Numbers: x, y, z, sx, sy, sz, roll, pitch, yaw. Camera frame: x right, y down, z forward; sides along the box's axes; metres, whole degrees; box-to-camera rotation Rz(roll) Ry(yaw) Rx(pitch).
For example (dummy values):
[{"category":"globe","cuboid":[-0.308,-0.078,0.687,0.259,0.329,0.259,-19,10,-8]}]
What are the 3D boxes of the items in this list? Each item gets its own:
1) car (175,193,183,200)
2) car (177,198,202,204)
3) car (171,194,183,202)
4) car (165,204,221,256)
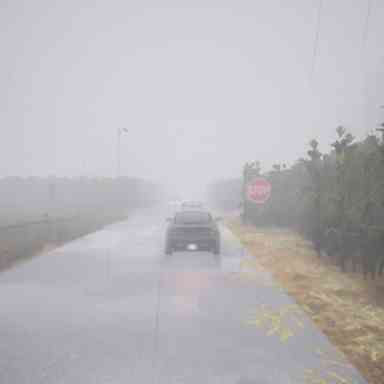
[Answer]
[{"category":"car","cuboid":[-3.105,1.067,80.670,1.882,1.535,5.008,0,-1,0]},{"category":"car","cuboid":[0.031,1.411,27.301,1.895,1.301,4.718,0,-1,0]},{"category":"car","cuboid":[-3.119,1.242,65.296,1.837,1.490,4.892,0,-1,0]},{"category":"car","cuboid":[0.042,1.415,12.608,1.837,1.490,4.892,0,0,1]}]
